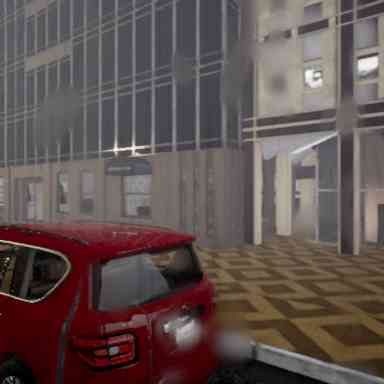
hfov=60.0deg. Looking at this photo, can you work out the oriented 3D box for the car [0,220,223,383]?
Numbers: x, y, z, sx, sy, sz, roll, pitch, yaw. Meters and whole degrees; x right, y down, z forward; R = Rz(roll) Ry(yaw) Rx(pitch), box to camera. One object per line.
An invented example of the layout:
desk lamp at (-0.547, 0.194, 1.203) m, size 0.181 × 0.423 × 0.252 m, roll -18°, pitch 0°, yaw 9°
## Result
car at (-1.994, 1.296, 4.300) m, size 5.009 × 1.841 × 2.192 m, roll 0°, pitch 0°, yaw 35°
